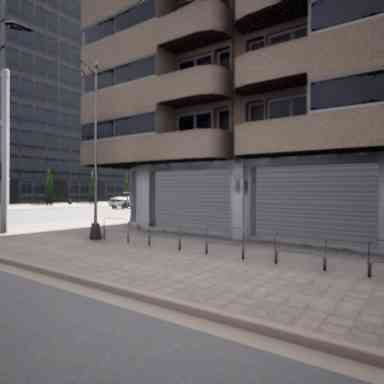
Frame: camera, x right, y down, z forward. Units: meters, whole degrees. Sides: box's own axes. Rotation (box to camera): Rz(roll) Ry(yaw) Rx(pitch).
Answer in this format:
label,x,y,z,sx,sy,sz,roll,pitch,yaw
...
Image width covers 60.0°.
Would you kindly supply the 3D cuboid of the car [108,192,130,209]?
label,x,y,z,sx,sy,sz,roll,pitch,yaw
car,-7.458,0.971,40.167,2.150,2.045,5.566,1,0,36
